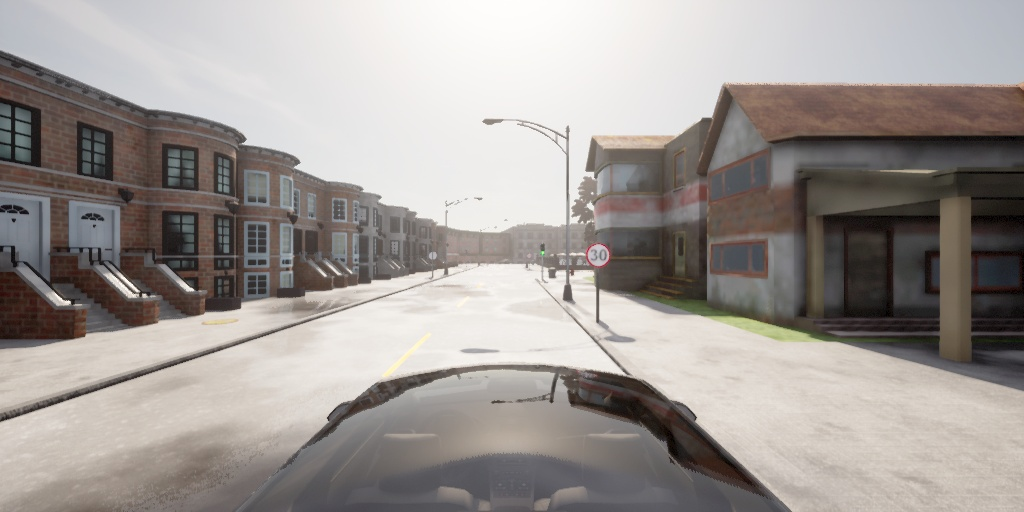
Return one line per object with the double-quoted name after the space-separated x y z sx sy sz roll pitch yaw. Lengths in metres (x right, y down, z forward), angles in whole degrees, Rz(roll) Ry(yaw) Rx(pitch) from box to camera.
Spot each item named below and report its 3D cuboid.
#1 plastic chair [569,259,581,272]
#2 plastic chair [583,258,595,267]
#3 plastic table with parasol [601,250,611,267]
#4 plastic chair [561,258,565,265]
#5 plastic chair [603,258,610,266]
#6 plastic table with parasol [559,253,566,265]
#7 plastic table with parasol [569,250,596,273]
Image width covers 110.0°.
9.033 1.338 51.404 0.730 1.272 0.750 0 0 -40 "plastic chair"
10.966 1.338 51.175 0.750 1.272 0.730 0 0 -35 "plastic chair"
15.294 0.703 53.150 2.482 2.480 2.482 0 0 -40 "plastic table with parasol"
8.592 1.299 55.894 0.730 1.272 0.750 0 0 -40 "plastic chair"
14.263 1.319 52.406 0.730 1.272 0.750 0 0 -40 "plastic chair"
9.622 0.698 56.638 2.482 2.480 2.482 0 0 -40 "plastic table with parasol"
10.064 0.734 52.148 2.482 2.480 2.482 0 0 -40 "plastic table with parasol"
